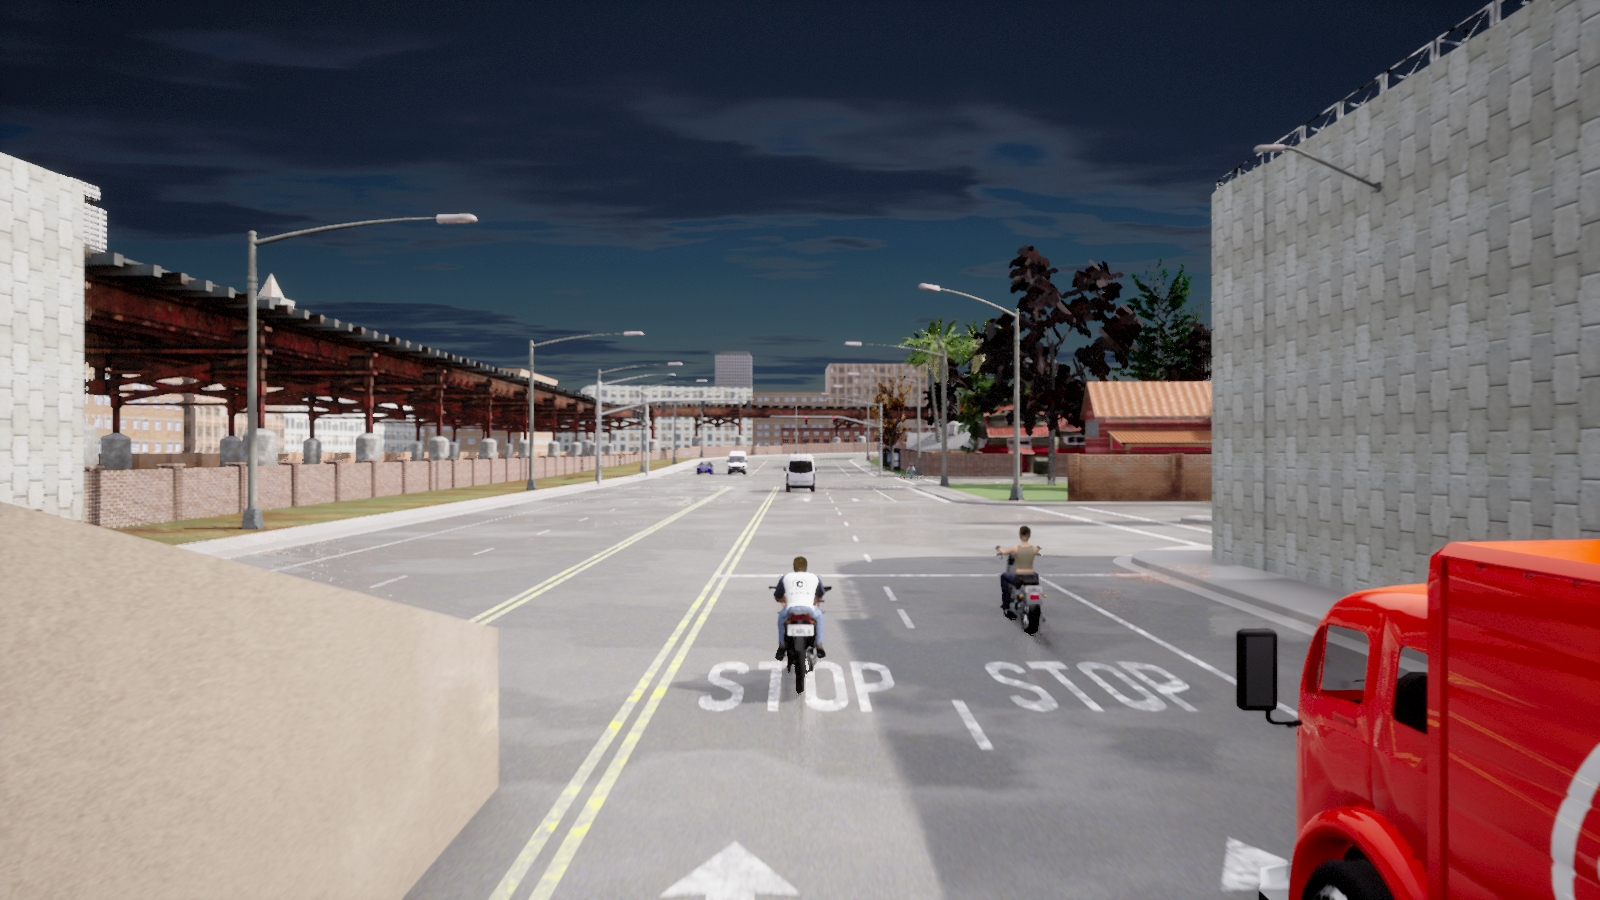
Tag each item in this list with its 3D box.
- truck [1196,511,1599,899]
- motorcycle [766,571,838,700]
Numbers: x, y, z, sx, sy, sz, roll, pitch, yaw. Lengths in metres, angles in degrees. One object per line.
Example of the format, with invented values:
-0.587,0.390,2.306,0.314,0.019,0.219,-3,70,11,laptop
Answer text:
3.501,1.570,3.712,2.627,2.467,5.204,0,0,0,truck
0.022,2.178,13.759,0.803,1.224,2.033,0,0,0,motorcycle
